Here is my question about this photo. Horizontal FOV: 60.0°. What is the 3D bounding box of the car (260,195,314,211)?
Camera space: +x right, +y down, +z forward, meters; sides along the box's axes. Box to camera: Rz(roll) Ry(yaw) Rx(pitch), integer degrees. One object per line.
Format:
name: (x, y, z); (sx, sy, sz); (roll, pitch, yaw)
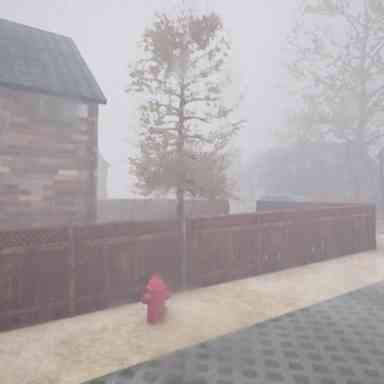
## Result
car: (6.737, 1.213, 21.937); (2.150, 2.045, 5.566); (1, -1, -35)
